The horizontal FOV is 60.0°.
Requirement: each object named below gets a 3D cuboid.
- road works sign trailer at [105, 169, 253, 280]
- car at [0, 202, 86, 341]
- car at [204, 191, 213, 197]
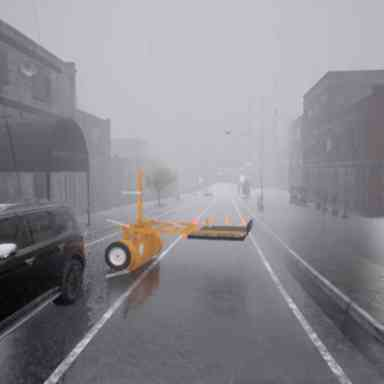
[{"bbox_3d":[-0.215,0.813,9.047,3.560,2.880,2.380,0,0,14],"label":"road works sign trailer"},{"bbox_3d":[-3.459,1.218,5.133,2.150,2.045,5.566,0,0,2],"label":"car"},{"bbox_3d":[3.625,0.405,73.292,2.033,1.411,5.357,0,1,6],"label":"car"}]
